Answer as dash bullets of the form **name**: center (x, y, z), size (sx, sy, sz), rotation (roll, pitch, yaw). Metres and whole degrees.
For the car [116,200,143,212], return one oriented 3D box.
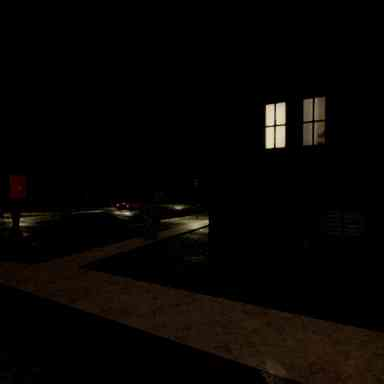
- **car**: center (-8.949, 1.873, 47.838), size (2.097, 1.767, 4.553), rotation (1, -1, 20)

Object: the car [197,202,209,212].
- **car**: center (2.310, 2.189, 49.693), size (2.128, 1.511, 4.902), rotation (1, -1, 21)

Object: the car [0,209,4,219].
- **car**: center (-16.627, 1.697, 25.218), size (1.812, 1.442, 4.674), rotation (1, -1, 17)
